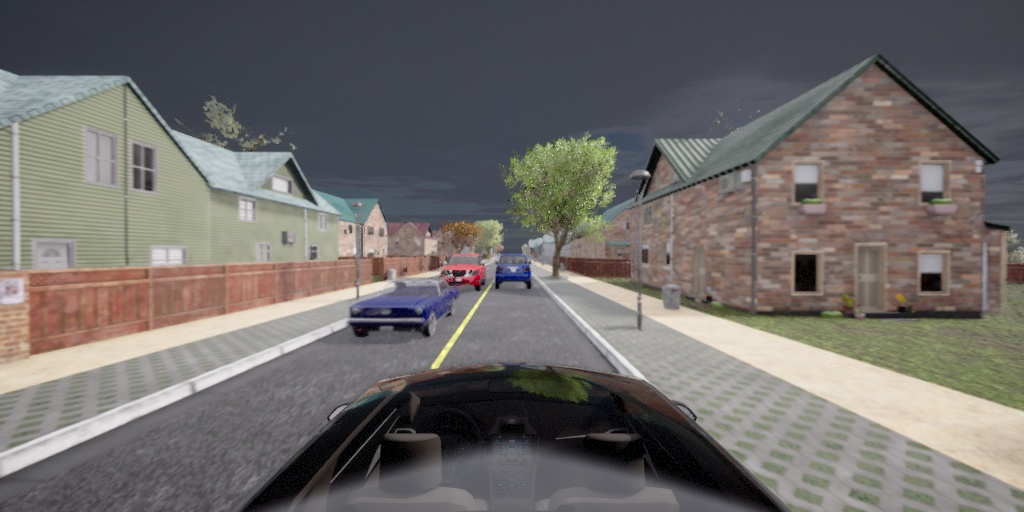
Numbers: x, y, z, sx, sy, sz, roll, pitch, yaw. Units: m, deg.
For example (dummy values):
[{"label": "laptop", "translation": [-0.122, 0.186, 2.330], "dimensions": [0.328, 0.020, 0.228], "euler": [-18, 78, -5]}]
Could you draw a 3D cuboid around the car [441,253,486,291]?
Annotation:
[{"label": "car", "translation": [-2.747, 0.865, 21.344], "dimensions": [2.150, 2.045, 5.566], "euler": [0, 0, 0]}]

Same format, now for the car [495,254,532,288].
[{"label": "car", "translation": [0.082, 0.861, 22.549], "dimensions": [2.150, 2.045, 5.566], "euler": [0, 1, 0]}]

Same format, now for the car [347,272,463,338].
[{"label": "car", "translation": [-2.791, 1.305, 10.209], "dimensions": [1.895, 1.301, 4.718], "euler": [0, 0, 1]}]
